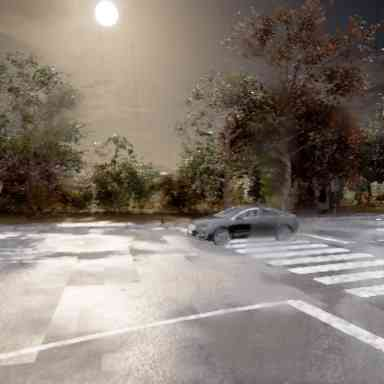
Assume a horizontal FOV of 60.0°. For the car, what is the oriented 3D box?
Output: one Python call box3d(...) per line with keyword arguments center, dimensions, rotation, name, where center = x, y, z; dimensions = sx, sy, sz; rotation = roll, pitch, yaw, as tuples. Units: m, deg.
box3d(center=(2.225, 1.336, 14.183), dimensions=(4.902, 1.511, 2.128), rotation=(0, 1, -21), name="car")
